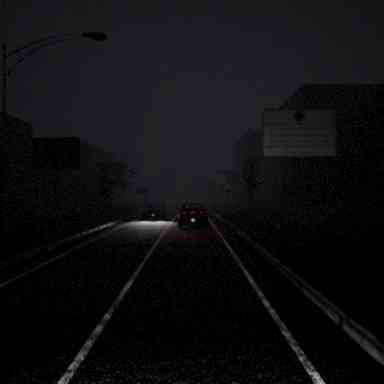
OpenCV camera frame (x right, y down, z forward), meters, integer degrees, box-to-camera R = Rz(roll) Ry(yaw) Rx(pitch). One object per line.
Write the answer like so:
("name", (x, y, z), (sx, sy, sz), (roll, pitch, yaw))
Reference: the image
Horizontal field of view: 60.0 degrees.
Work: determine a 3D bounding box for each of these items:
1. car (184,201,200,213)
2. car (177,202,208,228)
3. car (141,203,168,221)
("car", (0.012, 1.845, 41.146), (1.895, 1.301, 4.718), (0, -1, -1))
("car", (0.058, 1.494, 22.280), (2.128, 1.511, 4.902), (0, -1, 0))
("car", (-3.061, 1.638, 28.007), (1.994, 1.385, 4.181), (0, -1, 0))
